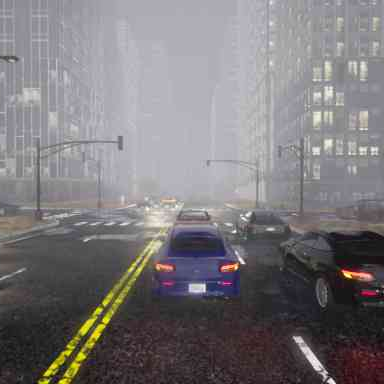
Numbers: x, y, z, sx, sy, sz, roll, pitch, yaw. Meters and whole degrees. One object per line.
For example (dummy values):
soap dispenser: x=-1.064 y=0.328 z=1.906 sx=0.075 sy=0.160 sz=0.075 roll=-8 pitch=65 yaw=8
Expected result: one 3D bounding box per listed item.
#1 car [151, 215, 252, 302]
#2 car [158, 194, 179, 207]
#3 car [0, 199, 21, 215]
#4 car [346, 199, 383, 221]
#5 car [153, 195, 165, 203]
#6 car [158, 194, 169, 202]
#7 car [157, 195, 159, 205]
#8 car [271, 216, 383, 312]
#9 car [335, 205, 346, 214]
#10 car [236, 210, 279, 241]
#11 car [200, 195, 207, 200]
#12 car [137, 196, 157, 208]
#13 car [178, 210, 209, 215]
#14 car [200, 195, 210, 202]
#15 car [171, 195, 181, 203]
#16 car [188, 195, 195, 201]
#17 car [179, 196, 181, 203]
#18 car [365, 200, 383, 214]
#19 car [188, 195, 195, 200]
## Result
car: x=0.089 y=1.522 z=8.136 sx=1.812 sy=1.442 sz=4.674 roll=0 pitch=0 yaw=0
car: x=-3.416 y=1.442 z=49.199 sx=1.882 sy=1.535 sz=5.008 roll=0 pitch=0 yaw=0
car: x=-18.506 y=1.358 z=30.974 sx=4.892 sy=1.490 sz=1.837 roll=1 pitch=1 yaw=2
car: x=16.161 y=1.520 z=27.883 sx=5.009 sy=1.841 sz=2.192 roll=1 pitch=0 yaw=1
car: x=-6.623 y=1.448 z=66.893 sx=1.837 sy=1.490 sz=4.892 roll=0 pitch=0 yaw=0
car: x=-6.614 y=1.285 z=76.818 sx=2.097 sy=1.767 sz=4.553 roll=0 pitch=0 yaw=0
car: x=-6.666 y=1.460 z=57.539 sx=1.837 sy=1.490 sz=4.892 roll=0 pitch=0 yaw=0
car: x=3.340 y=1.522 z=7.571 sx=1.812 sy=1.442 sz=4.674 roll=0 pitch=0 yaw=0
car: x=16.744 y=1.680 z=33.661 sx=4.181 sy=1.385 sz=1.994 roll=1 pitch=1 yaw=1
car: x=3.330 y=1.555 z=16.140 sx=1.994 sy=1.385 sz=4.181 roll=0 pitch=0 yaw=-1
car: x=3.115 y=1.460 z=90.632 sx=1.994 sy=1.385 sz=4.181 roll=0 pitch=0 yaw=0
car: x=-6.668 y=1.513 z=47.801 sx=2.033 sy=1.411 sz=5.357 roll=0 pitch=0 yaw=0
car: x=0.077 y=1.591 z=17.302 sx=1.895 sy=1.301 sz=4.718 roll=0 pitch=0 yaw=0
car: x=3.143 y=1.526 z=76.295 sx=1.895 sy=1.301 sz=4.718 roll=0 pitch=0 yaw=0
car: x=-3.353 y=1.418 z=69.106 sx=1.882 sy=1.535 sz=5.008 roll=0 pitch=0 yaw=0
car: x=-0.117 y=1.466 z=78.940 sx=2.033 sy=1.411 sz=5.357 roll=0 pitch=0 yaw=0
car: x=-3.414 y=1.554 z=58.578 sx=1.895 sy=1.301 sz=4.718 roll=0 pitch=0 yaw=0
car: x=21.757 y=1.643 z=36.178 sx=4.829 sy=1.417 sz=1.752 roll=1 pitch=0 yaw=1
car: x=-0.132 y=1.505 z=89.096 sx=1.895 sy=1.301 sz=4.718 roll=0 pitch=0 yaw=0
